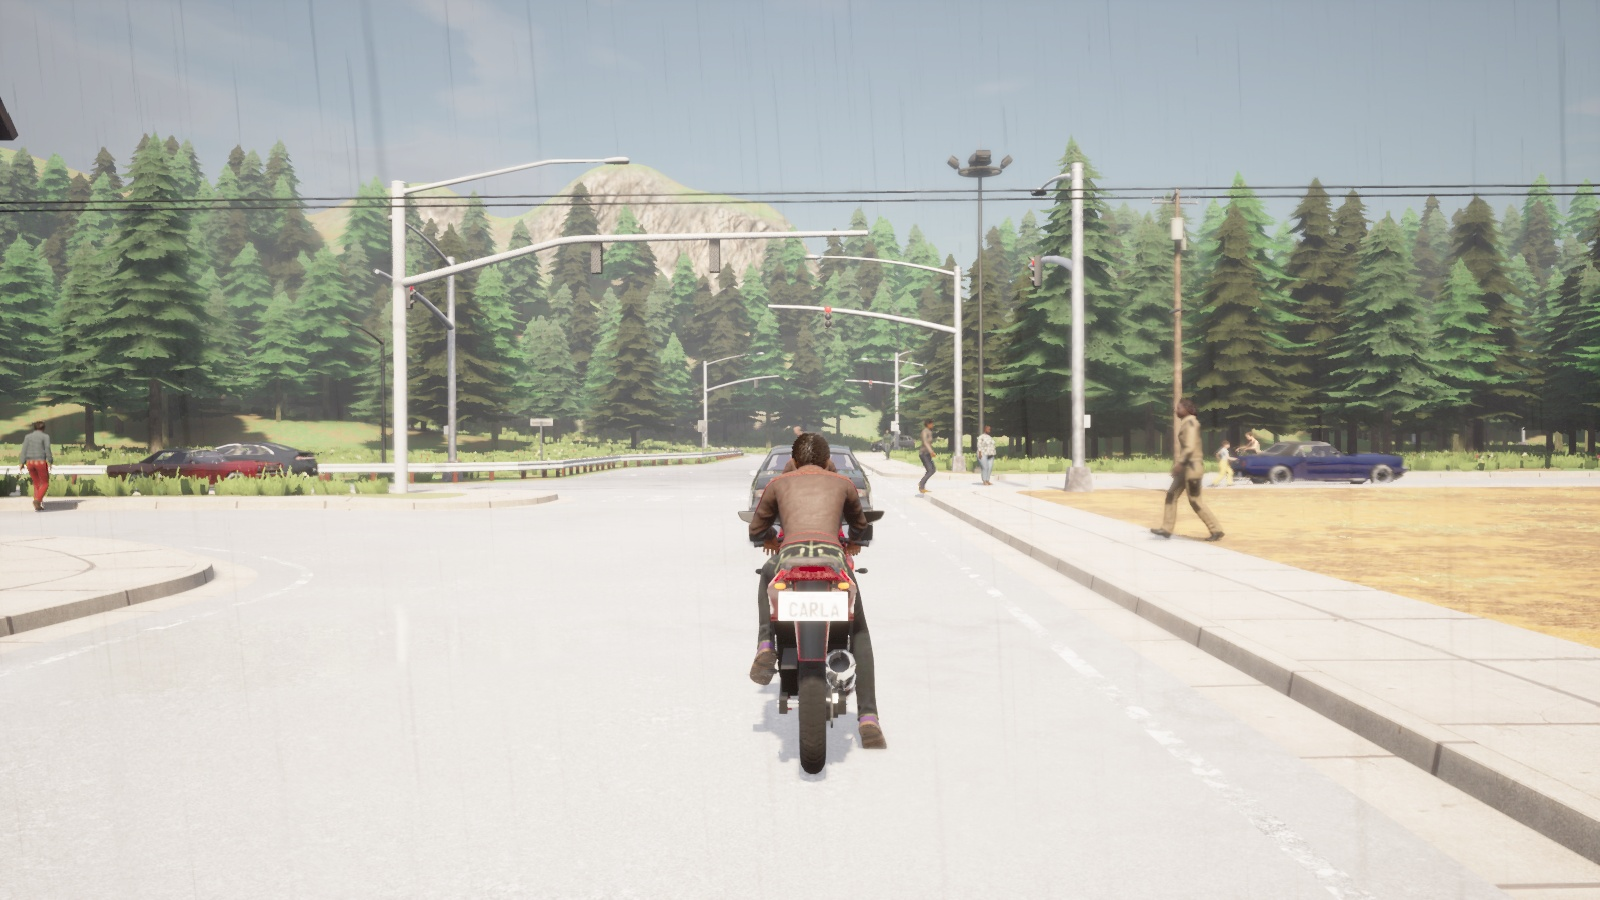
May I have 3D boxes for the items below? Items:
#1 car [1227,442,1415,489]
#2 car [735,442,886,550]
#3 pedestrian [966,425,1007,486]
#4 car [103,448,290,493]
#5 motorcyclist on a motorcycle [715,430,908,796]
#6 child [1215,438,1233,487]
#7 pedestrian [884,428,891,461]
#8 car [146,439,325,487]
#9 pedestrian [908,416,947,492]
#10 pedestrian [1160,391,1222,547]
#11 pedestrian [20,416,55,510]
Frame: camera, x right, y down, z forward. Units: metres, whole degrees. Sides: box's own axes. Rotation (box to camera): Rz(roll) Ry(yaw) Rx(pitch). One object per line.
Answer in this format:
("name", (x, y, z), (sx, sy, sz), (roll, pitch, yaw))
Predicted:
("car", (15.194, 0.439, 36.805), (4.718, 1.301, 1.895), (0, 1, 1))
("car", (0.165, 0.601, 19.547), (2.033, 1.411, 5.357), (0, 1, 1))
("pedestrian", (5.746, 0.162, 38.668), (0.874, 1.855, 0.900), (-1, 1, -36))
("car", (-18.043, 0.596, 37.681), (4.718, 1.301, 1.895), (0, 1, 1))
("motorcyclist on a motorcycle", (0.057, 0.671, 6.254), (0.797, 1.523, 2.044), (0, 1, 0))
("child", (10.964, 0.332, 32.472), (0.437, 1.263, 0.270), (0, 1, 15))
("pedestrian", (4.989, -0.320, 71.689), (0.353, 1.847, 0.614), (0, 1, 3))
("car", (-18.421, 0.419, 41.151), (4.902, 1.511, 2.128), (0, 1, 2))
("pedestrian", (3.062, 0.101, 30.249), (0.869, 1.805, 0.328), (0, 1, 20))
("pedestrian", (4.914, 0.233, 15.798), (0.692, 1.930, 0.396), (0, 1, 9))
("pedestrian", (-15.082, 0.251, 24.842), (0.353, 1.847, 0.614), (0, 1, -6))
